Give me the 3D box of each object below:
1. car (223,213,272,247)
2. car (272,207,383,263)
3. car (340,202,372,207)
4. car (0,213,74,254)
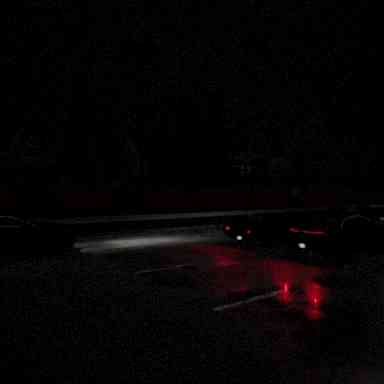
[{"bbox_3d":[3.748,1.601,15.111,4.718,1.301,1.895,0,0,-36],"label":"car"},{"bbox_3d":[5.469,1.491,12.040,4.902,1.511,2.128,0,0,-36],"label":"car"},{"bbox_3d":[13.125,1.526,26.256,4.674,1.442,1.812,0,0,-36],"label":"car"},{"bbox_3d":[-6.781,1.490,11.813,4.902,1.511,2.128,0,0,-36],"label":"car"}]
